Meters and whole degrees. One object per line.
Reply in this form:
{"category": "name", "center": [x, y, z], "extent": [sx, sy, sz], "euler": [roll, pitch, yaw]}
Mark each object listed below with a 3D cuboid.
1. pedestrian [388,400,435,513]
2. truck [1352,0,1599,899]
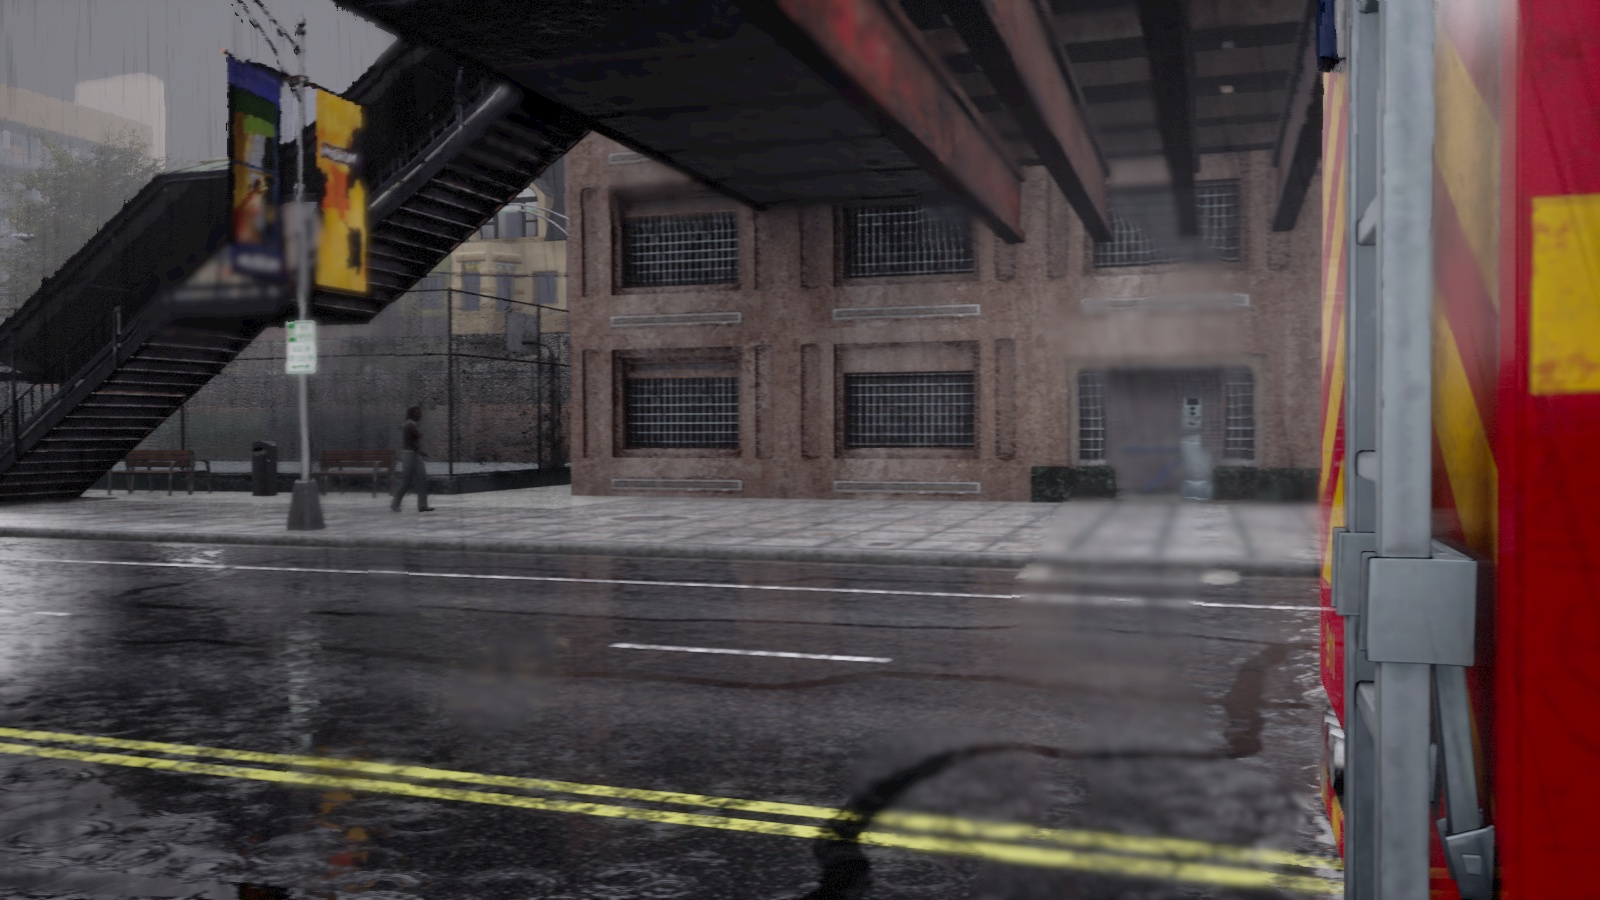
{"category": "pedestrian", "center": [-6.726, 0.109, 21.762], "extent": [0.666, 1.930, 0.402], "euler": [0, 1, 11]}
{"category": "truck", "center": [5.380, -0.340, 1.382], "extent": [8.468, 3.827, 2.891], "euler": [1, 1, 18]}
